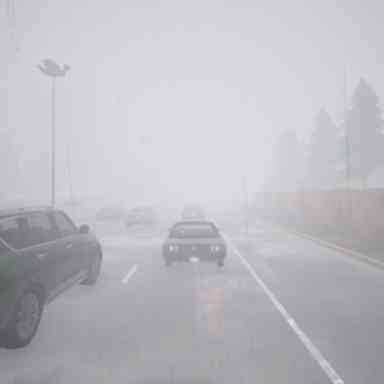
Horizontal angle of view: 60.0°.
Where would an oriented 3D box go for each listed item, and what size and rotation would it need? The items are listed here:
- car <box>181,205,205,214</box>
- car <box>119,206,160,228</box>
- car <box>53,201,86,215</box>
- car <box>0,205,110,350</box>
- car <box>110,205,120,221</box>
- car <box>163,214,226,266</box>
[{"bbox_3d":[0.093,1.776,29.051,1.994,1.385,4.181,0,0,0],"label":"car"},{"bbox_3d":[-3.428,1.720,23.654,2.033,1.411,5.357,0,0,0],"label":"car"},{"bbox_3d":[-13.950,1.782,38.144,1.837,1.490,4.892,0,0,2],"label":"car"},{"bbox_3d":[-3.457,1.272,6.464,2.150,2.045,5.566,0,0,1],"label":"car"},{"bbox_3d":[-6.907,1.776,29.075,1.994,1.385,4.181,0,0,0],"label":"car"},{"bbox_3d":[0.081,1.688,11.875,1.895,1.301,4.718,0,0,0],"label":"car"}]
